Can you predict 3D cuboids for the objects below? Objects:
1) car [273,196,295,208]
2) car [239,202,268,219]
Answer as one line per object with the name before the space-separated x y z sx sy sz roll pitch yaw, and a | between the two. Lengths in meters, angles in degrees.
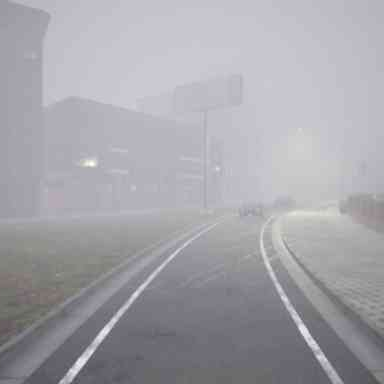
car | 11.489 1.160 41.352 1.812 1.442 4.674 0 1 29
car | 5.298 1.473 28.061 1.895 1.301 4.718 0 1 19
